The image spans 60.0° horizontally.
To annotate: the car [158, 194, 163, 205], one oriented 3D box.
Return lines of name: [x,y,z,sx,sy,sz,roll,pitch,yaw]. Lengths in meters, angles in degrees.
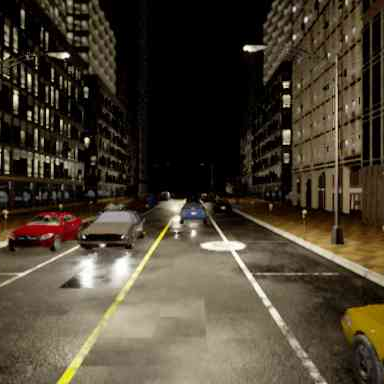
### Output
car: [-5.685,1.269,47.642,1.802,1.307,4.206,0,0,0]

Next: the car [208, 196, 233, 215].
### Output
car: [2.695,1.367,30.552,1.947,1.339,4.313,0,0,0]

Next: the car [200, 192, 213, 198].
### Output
car: [2.697,1.087,53.318,1.967,1.590,4.097,0,0,0]

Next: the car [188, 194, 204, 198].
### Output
car: [0.103,1.274,41.781,2.033,1.411,5.357,0,0,0]

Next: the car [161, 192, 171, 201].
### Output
car: [-5.683,1.008,64.716,1.967,1.590,4.097,0,0,0]

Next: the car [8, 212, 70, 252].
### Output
car: [-5.687,1.496,13.488,1.802,1.307,4.206,0,0,0]

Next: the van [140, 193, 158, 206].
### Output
van: [-5.684,1.067,41.948,1.690,1.788,3.998,0,0,0]

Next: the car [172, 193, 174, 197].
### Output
car: [-5.683,1.053,76.102,1.947,1.339,4.313,0,0,0]

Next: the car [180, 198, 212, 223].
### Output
car: [0.100,1.394,23.688,2.033,1.411,5.357,0,0,0]

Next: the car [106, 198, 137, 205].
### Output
car: [-5.686,1.390,24.873,2.008,1.369,4.403,0,0,0]

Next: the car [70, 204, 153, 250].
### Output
car: [-3.100,1.457,14.170,2.033,1.411,5.357,0,0,0]

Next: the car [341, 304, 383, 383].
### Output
car: [2.693,1.510,2.261,1.752,1.417,4.829,0,0,0]

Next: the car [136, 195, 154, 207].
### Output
car: [-5.686,1.309,36.257,1.887,1.381,4.507,0,0,0]

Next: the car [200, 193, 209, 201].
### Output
car: [2.697,1.051,70.564,1.752,1.417,4.829,0,0,0]
